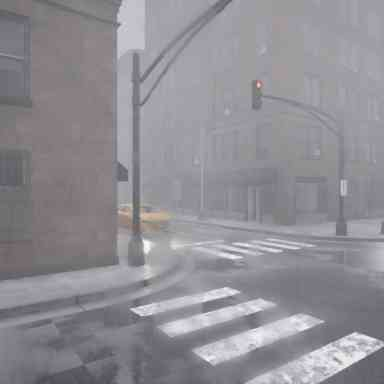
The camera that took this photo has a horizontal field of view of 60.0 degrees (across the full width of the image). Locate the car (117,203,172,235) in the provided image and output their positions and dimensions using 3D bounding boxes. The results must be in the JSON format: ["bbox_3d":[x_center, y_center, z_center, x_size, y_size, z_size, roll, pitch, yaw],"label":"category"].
[{"bbox_3d":[-2.931,1.383,18.392,1.882,1.535,5.008,0,0,-34],"label":"car"}]
